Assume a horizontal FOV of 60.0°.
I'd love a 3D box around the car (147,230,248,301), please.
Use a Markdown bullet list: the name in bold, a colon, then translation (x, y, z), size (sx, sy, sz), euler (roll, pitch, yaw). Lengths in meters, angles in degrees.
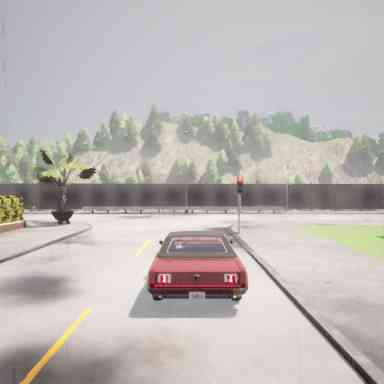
- **car**: translation (0.101, 1.601, 8.279), size (1.895, 1.301, 4.718), euler (0, 0, 0)
